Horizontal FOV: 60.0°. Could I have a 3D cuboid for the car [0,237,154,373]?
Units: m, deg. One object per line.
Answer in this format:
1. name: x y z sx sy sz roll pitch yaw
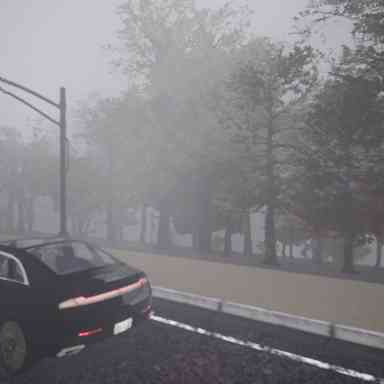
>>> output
1. car: -2.870 1.545 5.729 4.902 1.511 2.128 -1 0 35
